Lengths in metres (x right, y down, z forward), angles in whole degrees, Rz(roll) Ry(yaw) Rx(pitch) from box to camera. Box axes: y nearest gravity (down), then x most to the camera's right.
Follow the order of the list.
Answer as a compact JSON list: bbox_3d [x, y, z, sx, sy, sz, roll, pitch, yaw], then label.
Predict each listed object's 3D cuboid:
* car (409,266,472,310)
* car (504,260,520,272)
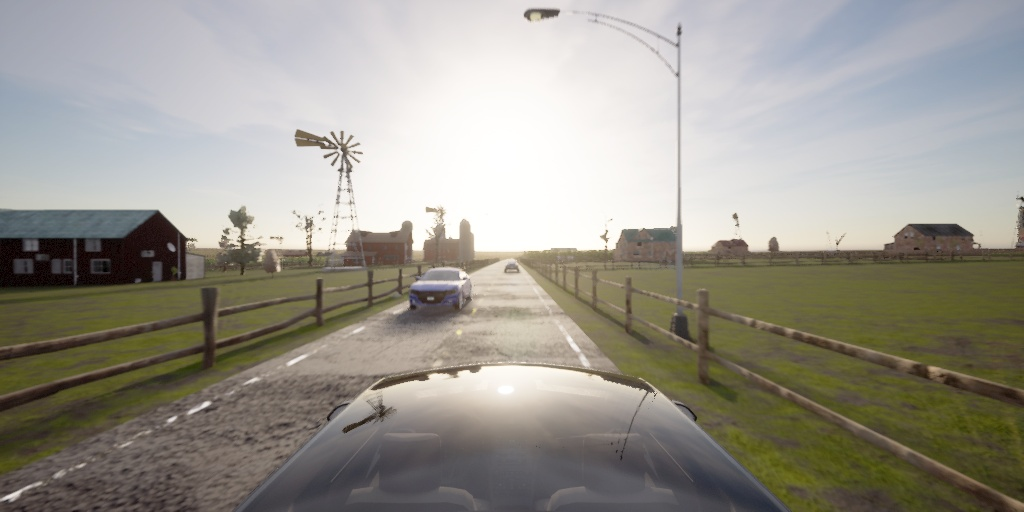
[{"bbox_3d":[-2.814,1.223,14.978,1.882,1.535,5.008,0,0,0],"label":"car"},{"bbox_3d":[-0.016,1.282,46.793,1.812,1.442,4.674,0,0,0],"label":"car"}]
